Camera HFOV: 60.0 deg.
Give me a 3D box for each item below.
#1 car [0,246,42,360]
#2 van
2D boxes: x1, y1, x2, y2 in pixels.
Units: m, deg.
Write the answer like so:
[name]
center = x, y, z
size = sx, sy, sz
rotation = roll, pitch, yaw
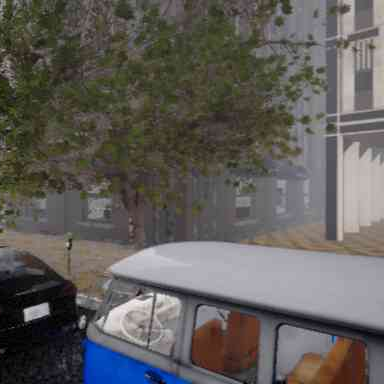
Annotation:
[car]
center = -3.694, 1.593, 5.510
size = 4.313, 1.339, 1.947
rotation = 0, 0, 36
[van]
center = 0.940, 1.343, 2.196
size = 3.998, 1.788, 1.690
rotation = 0, 0, 36
